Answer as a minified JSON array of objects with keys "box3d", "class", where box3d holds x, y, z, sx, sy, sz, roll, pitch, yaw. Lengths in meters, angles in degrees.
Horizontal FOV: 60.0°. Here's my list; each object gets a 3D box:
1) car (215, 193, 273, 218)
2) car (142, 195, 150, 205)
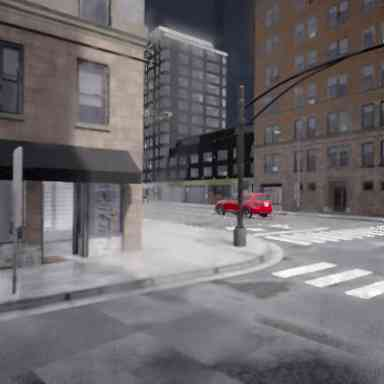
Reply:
[{"box3d":[4.403,1.126,28.776,2.150,2.045,5.566,1,0,-36],"class":"car"},{"box3d":[-8.393,1.208,52.455,1.882,1.535,5.008,1,0,-35],"class":"car"}]
